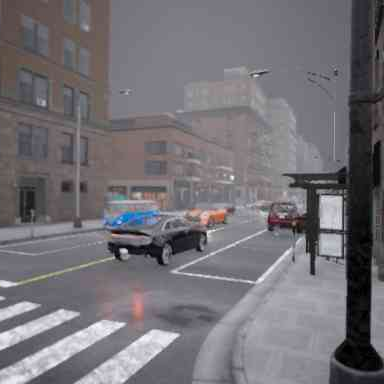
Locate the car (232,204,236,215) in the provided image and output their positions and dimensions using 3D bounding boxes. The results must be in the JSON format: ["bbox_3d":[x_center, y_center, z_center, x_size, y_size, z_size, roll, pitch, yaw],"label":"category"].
[{"bbox_3d":[3.209,1.733,34.298,1.887,1.381,4.507,1,0,24],"label":"car"}]

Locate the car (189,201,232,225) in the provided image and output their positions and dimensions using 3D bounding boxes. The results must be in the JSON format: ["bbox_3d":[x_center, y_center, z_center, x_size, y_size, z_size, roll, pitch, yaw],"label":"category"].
[{"bbox_3d":[0.908,1.474,23.070,2.097,1.767,4.553,1,0,24],"label":"car"}]

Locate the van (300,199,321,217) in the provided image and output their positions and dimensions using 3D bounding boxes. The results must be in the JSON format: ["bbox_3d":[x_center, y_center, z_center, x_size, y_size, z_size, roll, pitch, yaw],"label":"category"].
[{"bbox_3d":[12.818,1.671,35.865,1.690,1.788,3.998,1,0,24],"label":"van"}]

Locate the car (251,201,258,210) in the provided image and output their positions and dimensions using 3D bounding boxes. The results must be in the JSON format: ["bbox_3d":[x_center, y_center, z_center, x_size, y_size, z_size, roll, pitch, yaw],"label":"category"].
[{"bbox_3d":[9.864,1.853,48.902,1.752,1.417,4.829,1,0,24],"label":"car"}]

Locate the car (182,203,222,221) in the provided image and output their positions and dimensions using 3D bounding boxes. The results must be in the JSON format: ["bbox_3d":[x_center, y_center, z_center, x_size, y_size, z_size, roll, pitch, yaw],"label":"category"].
[{"bbox_3d":[0.967,1.708,29.378,1.947,1.339,4.313,1,0,24],"label":"car"}]

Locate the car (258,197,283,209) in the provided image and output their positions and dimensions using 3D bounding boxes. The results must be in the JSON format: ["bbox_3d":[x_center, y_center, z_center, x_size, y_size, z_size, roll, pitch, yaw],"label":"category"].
[{"bbox_3d":[10.500,1.829,43.936,1.837,1.490,4.892,1,-1,25],"label":"car"}]

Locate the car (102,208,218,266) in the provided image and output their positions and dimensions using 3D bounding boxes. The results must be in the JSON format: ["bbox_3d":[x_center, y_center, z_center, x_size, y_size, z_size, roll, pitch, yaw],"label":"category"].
[{"bbox_3d":[-1.006,1.551,11.999,2.128,1.511,4.902,1,0,24],"label":"car"}]

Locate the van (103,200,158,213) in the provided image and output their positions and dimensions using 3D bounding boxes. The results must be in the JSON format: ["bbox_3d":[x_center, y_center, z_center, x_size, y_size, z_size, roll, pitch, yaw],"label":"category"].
[{"bbox_3d":[-3.512,1.389,19.540,1.690,1.788,3.998,1,0,24],"label":"van"}]

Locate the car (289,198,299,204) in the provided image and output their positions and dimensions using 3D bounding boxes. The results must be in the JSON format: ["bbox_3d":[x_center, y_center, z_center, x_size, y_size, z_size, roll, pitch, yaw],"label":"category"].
[{"bbox_3d":[25.625,2.207,83.492,2.008,1.369,4.403,1,0,24],"label":"car"}]

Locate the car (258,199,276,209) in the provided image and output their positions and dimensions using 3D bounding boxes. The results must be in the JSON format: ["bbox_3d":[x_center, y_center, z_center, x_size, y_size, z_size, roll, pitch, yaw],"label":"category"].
[{"bbox_3d":[12.175,1.926,53.975,2.008,1.369,4.403,1,0,24],"label":"car"}]

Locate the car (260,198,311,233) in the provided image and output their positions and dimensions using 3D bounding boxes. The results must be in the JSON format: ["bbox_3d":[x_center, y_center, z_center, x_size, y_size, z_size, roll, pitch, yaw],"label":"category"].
[{"bbox_3d":[6.111,1.504,21.099,2.192,1.841,5.009,1,0,24],"label":"car"}]

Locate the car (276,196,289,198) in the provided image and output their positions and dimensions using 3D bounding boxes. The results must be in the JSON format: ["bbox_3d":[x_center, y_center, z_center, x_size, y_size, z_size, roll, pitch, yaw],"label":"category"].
[{"bbox_3d":[16.662,1.784,63.815,2.192,1.841,5.009,1,0,24],"label":"car"}]

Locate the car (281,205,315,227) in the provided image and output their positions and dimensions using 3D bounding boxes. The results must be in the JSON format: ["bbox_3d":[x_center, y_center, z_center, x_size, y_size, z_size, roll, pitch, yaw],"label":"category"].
[{"bbox_3d":[8.344,1.787,26.020,2.008,1.369,4.403,1,0,24],"label":"car"}]

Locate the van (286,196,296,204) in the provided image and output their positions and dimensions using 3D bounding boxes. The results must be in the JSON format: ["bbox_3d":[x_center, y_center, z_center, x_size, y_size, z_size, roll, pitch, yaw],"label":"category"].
[{"bbox_3d":[23.386,1.950,78.573,1.690,1.788,3.998,1,0,24],"label":"van"}]
